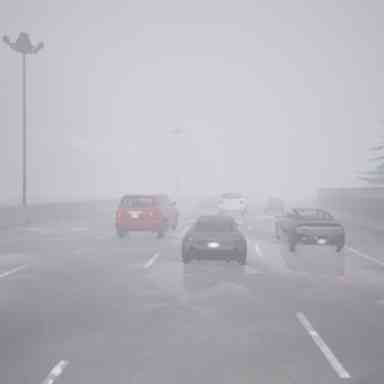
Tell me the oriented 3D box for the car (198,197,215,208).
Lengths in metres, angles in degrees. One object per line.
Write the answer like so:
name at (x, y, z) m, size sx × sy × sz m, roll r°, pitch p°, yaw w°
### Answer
car at (2.146, 1.211, 37.199) m, size 2.033 × 1.411 × 5.357 m, roll 0°, pitch 1°, yaw 16°

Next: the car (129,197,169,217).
car at (-3.583, 1.234, 28.691) m, size 1.837 × 1.490 × 4.892 m, roll 0°, pitch 0°, yaw 12°

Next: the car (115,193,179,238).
car at (-2.099, 1.065, 16.815) m, size 2.150 × 2.045 × 5.566 m, roll 0°, pitch 1°, yaw 7°

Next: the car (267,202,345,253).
car at (4.493, 1.379, 13.248) m, size 2.128 × 1.511 × 4.902 m, roll 0°, pitch 1°, yaw 6°

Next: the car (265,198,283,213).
car at (8.059, 1.268, 32.407) m, size 2.033 × 1.411 × 5.357 m, roll 0°, pitch 1°, yaw 15°

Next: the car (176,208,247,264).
car at (0.803, 1.460, 11.451) m, size 1.994 × 1.385 × 4.181 m, roll 0°, pitch 1°, yaw 5°

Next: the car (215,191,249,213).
car at (3.748, 0.959, 29.496) m, size 2.150 × 2.045 × 5.566 m, roll 0°, pitch 1°, yaw 13°
